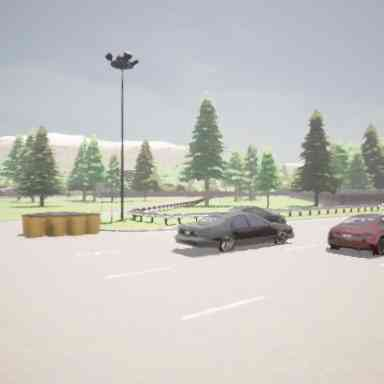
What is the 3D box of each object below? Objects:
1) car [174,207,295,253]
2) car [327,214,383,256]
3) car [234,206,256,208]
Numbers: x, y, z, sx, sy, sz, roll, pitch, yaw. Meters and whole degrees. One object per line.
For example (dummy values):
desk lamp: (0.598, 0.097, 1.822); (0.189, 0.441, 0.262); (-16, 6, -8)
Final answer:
car: (1.865, 1.546, 13.677); (5.357, 1.411, 2.033); (0, 0, -36)
car: (7.248, 1.562, 13.215); (4.181, 1.385, 1.994); (0, 0, -36)
car: (3.360, 1.523, 19.040); (4.674, 1.442, 1.812); (0, 0, -36)
